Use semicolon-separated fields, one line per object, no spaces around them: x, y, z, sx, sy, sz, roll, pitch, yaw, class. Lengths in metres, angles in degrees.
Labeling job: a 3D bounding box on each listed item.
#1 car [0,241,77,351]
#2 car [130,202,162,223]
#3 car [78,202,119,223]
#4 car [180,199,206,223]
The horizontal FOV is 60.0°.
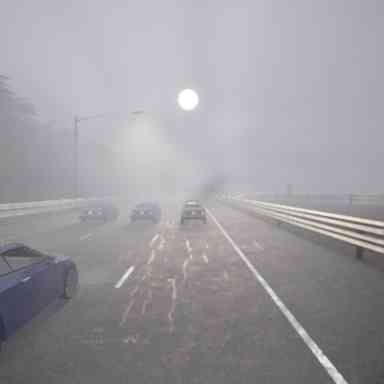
-3.403;1.510;5.361;1.812;1.442;4.674;0;0;0;car
-3.396;1.475;25.111;2.033;1.411;5.357;0;0;0;car
-6.896;1.475;25.075;2.033;1.411;5.357;0;0;0;car
0.103;1.476;24.840;2.033;1.411;5.357;0;0;0;car
